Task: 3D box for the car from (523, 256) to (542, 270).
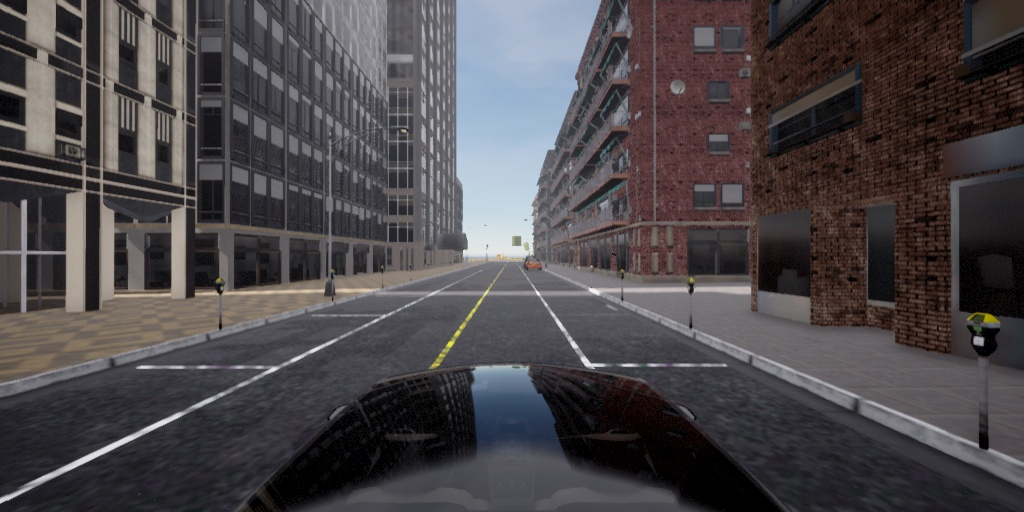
[{"bbox_3d":[2.988,1.077,50.329,2.097,1.767,4.553,0,0,0],"label":"car"}]
